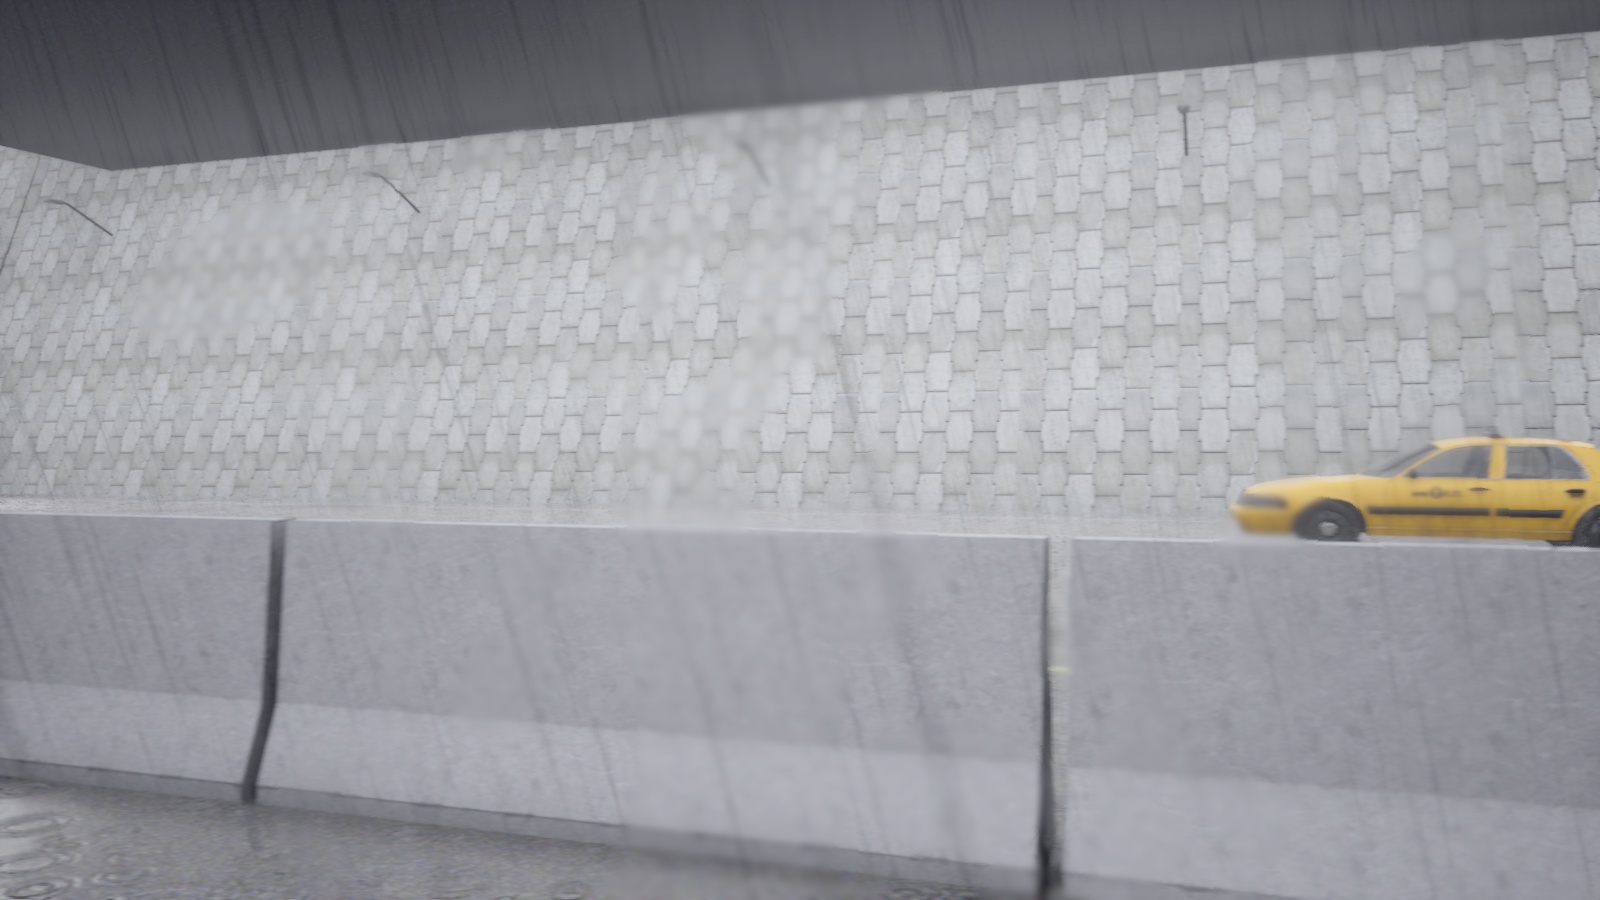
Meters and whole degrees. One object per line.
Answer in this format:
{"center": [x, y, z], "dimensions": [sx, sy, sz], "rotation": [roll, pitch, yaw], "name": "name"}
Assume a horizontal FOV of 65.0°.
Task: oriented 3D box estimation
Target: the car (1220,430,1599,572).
{"center": [7.948, 0.550, 15.288], "dimensions": [5.366, 1.575, 1.801], "rotation": [1, 1, 19], "name": "car"}
